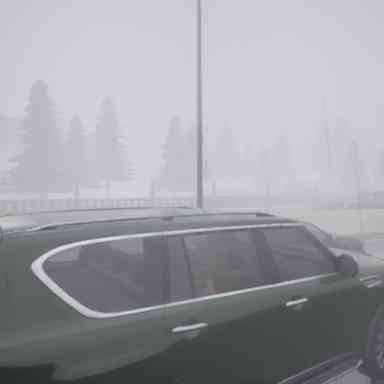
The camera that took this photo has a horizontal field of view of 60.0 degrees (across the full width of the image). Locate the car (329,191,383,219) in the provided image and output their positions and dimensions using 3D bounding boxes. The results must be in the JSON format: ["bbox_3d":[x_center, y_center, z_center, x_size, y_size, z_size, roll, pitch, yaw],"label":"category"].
[{"bbox_3d":[13.943,0.946,26.466,5.566,2.045,2.150,0,0,-20],"label":"car"}]

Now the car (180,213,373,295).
[{"bbox_3d":[2.515,1.461,9.326,5.357,1.411,2.033,-1,1,-30],"label":"car"}]

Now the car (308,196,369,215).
[{"bbox_3d":[13.105,1.192,29.847,4.902,1.511,2.128,0,0,-20],"label":"car"}]

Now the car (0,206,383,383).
[{"bbox_3d":[0.275,1.190,3.786,5.566,2.045,2.150,-1,0,-34],"label":"car"}]
